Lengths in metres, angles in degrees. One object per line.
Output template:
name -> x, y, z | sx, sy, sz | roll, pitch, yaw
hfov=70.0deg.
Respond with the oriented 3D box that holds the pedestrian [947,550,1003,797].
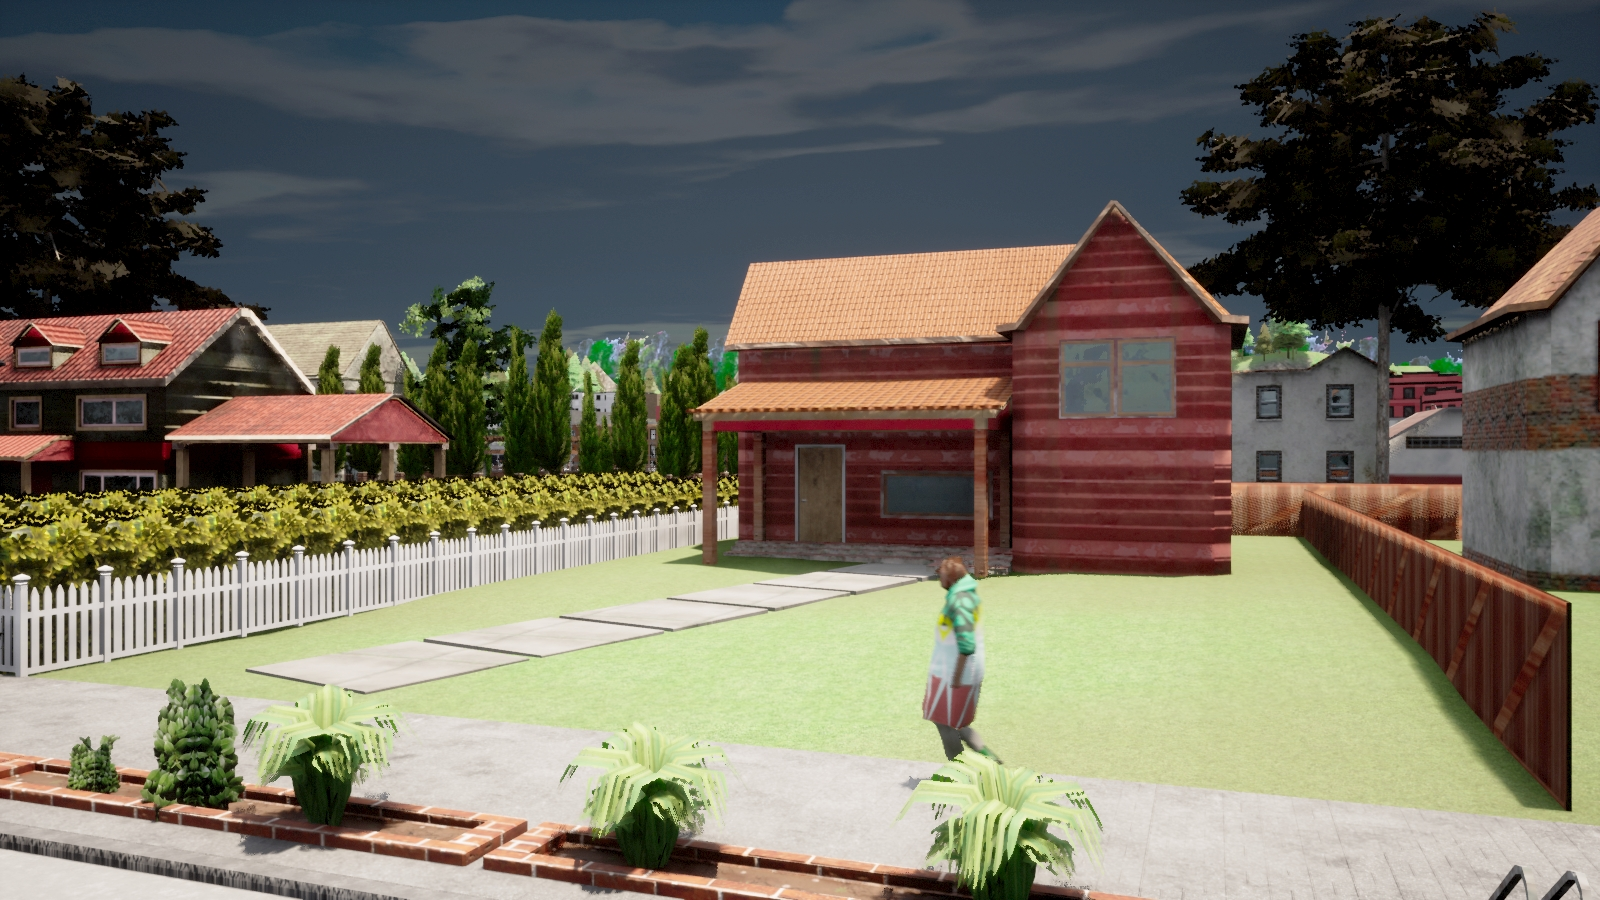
pedestrian -> 1.388, 1.744, 9.046 | 0.375, 1.860, 0.375 | 0, 0, 20
